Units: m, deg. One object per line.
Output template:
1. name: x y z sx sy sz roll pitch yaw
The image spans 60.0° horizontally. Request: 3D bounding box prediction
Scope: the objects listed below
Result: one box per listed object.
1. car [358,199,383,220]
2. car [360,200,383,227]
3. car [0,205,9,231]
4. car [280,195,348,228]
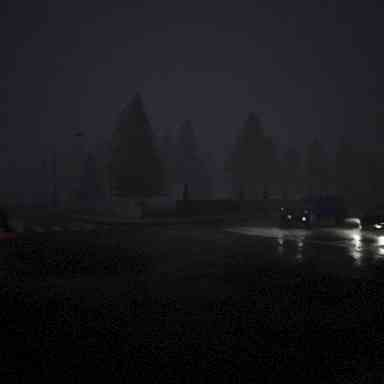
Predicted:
1. car: 16.466 1.437 28.594 4.892 1.490 1.837 -2 1 -35
2. car: 12.956 1.488 21.793 5.008 1.535 1.882 0 0 -35
3. car: -12.104 1.479 19.903 1.882 1.535 5.008 0 0 -31
4. car: 8.516 1.235 22.943 5.566 2.045 2.150 0 0 -35
